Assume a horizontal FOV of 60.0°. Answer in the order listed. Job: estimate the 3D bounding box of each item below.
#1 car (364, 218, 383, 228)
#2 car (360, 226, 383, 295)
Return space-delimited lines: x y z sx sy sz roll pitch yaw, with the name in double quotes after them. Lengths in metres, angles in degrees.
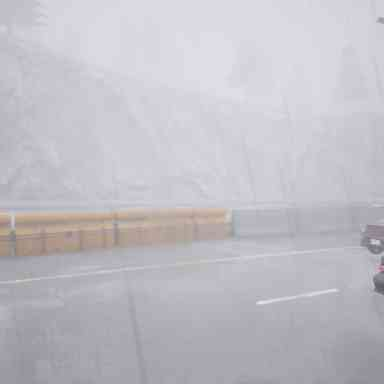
7.657 1.359 10.847 4.674 1.442 1.812 1 1 -22 "car"
6.044 1.457 6.441 5.357 1.411 2.033 0 1 -23 "car"
